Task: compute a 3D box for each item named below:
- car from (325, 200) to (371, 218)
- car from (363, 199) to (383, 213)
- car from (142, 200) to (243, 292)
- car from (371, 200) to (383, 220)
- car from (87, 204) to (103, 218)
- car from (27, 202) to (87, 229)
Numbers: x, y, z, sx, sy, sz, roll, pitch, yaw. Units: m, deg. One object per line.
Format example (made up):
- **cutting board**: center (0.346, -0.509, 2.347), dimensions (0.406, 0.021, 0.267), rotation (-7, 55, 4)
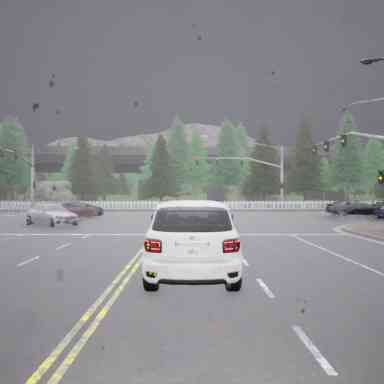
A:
- **car**: center (14.117, 1.435, 28.909), dimensions (4.902, 1.511, 2.128), rotation (0, 0, 0)
- **car**: center (21.210, 1.508, 36.116), dimensions (4.181, 1.385, 1.994), rotation (0, 0, 0)
- **car**: center (0.009, 1.221, 9.088), dimensions (2.150, 2.045, 5.566), rotation (0, 0, 0)
- **car**: center (16.684, 1.296, 25.424), dimensions (4.553, 1.767, 2.097), rotation (0, 0, 0)
- **car**: center (-9.873, 1.528, 28.779), dimensions (4.181, 1.385, 1.994), rotation (0, 0, 0)
- **car**: center (-9.218, 1.518, 21.988), dimensions (4.674, 1.442, 1.812), rotation (0, -1, 39)
